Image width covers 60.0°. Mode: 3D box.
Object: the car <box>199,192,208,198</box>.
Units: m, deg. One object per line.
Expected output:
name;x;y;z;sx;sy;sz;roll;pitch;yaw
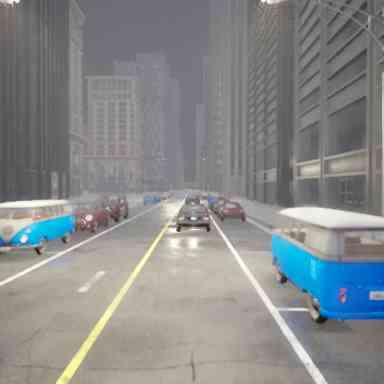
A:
car;2.722;0.737;80.081;1.947;1.339;4.313;0;1;0

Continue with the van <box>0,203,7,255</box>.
van;-5.770;1.272;6.745;1.690;1.788;3.998;0;1;0

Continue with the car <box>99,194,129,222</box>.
car;-5.778;1.073;23.667;2.192;1.841;5.009;0;1;0

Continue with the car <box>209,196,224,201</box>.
car;2.746;1.281;29.318;1.802;1.307;4.206;0;1;0

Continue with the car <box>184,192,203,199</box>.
car;0.080;1.087;40.894;1.837;1.490;4.892;0;1;0

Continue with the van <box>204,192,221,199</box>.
van;2.739;0.924;40.596;1.690;1.788;3.998;0;1;0

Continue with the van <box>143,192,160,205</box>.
van;-5.789;0.867;46.230;1.690;1.788;3.998;0;1;0

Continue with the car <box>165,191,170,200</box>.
car;-5.796;0.917;63.153;1.947;1.339;4.313;0;1;0

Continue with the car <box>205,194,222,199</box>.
car;2.743;1.207;34.958;1.947;1.339;4.313;0;1;0

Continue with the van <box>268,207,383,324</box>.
van;2.755;1.271;6.754;1.690;1.788;3.998;0;1;0

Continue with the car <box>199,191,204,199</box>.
car;2.730;0.895;63.160;1.887;1.381;4.507;0;1;0

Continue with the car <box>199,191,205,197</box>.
car;2.717;0.571;91.531;1.752;1.417;4.829;0;1;0

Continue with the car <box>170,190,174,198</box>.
car;-5.801;0.672;74.433;1.967;1.590;4.097;0;1;0

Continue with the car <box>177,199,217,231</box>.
car;0.085;1.351;19.115;2.033;1.411;5.357;0;1;0

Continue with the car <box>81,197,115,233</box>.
car;-5.775;1.255;18.027;1.967;1.590;4.097;0;1;0

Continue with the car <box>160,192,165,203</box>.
car;-5.790;1.012;51.872;1.887;1.381;4.507;0;1;0

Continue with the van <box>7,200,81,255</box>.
van;-5.773;1.214;12.386;1.690;1.788;3.998;0;1;0

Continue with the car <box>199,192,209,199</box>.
car;2.725;0.782;74.440;2.008;1.369;4.403;0;1;0

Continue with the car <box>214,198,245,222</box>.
car;2.748;1.339;23.678;1.802;1.307;4.206;0;1;0
